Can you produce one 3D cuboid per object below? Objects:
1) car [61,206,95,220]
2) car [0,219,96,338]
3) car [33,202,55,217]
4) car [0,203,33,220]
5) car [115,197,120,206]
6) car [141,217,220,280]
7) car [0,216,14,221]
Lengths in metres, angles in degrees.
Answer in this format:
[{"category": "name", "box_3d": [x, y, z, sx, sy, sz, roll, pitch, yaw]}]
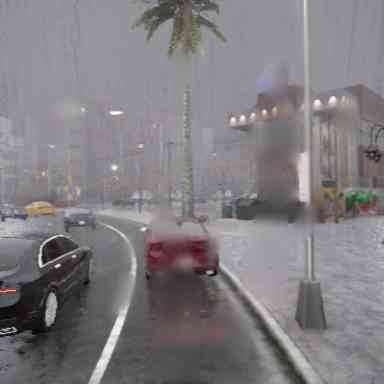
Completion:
[{"category": "car", "box_3d": [-7.541, 1.676, 22.007, 1.812, 1.442, 4.674, 0, 0, -24]}, {"category": "car", "box_3d": [-3.317, 1.560, 6.767, 1.837, 1.490, 4.892, 0, -1, -4]}, {"category": "car", "box_3d": [-15.829, 1.752, 34.506, 1.882, 1.535, 5.008, 0, 0, -41]}, {"category": "car", "box_3d": [-16.402, 1.812, 30.037, 2.033, 1.411, 5.357, 0, 0, -40]}, {"category": "car", "box_3d": [-11.820, 1.568, 56.984, 4.553, 1.767, 2.185, -1, 0, 45]}, {"category": "car", "box_3d": [-0.522, 1.518, 10.287, 1.882, 1.535, 5.008, -1, 0, -9]}, {"category": "car", "box_3d": [-7.244, 1.669, 9.876, 1.994, 1.385, 4.181, 0, 0, -9]}]
